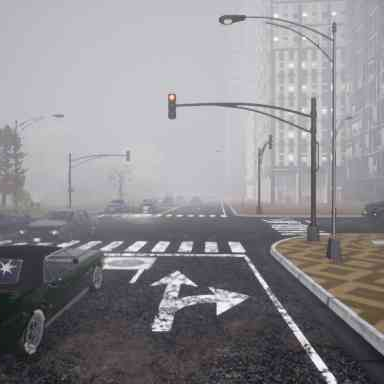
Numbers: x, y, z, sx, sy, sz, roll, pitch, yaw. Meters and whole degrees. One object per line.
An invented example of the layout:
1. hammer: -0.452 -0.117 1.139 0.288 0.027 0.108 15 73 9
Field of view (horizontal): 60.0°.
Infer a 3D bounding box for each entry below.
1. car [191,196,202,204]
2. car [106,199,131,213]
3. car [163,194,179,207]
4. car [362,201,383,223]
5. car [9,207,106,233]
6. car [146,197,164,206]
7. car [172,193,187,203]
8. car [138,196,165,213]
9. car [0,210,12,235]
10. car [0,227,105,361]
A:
1. car: 0.940 1.525 63.977 1.812 1.442 4.674 0 0 5
2. car: -7.984 1.517 36.339 1.812 1.442 4.674 0 0 5
3. car: -3.536 1.497 51.202 1.837 1.490 4.892 0 0 5
4. car: 14.841 1.059 22.956 5.566 2.045 2.150 0 0 5
5. car: -6.147 1.544 16.084 2.033 1.411 5.357 0 0 3
6. car: -6.331 1.541 56.895 2.033 1.411 5.357 0 0 5
7. car: -2.209 1.352 66.944 2.097 1.767 4.553 0 0 5
8. car: -4.631 1.483 36.248 2.128 1.511 4.902 0 0 2
9. car: -9.379 1.597 16.283 1.895 1.301 4.718 0 0 3
10. car: -3.038 1.600 5.960 1.895 1.301 4.718 0 0 1
